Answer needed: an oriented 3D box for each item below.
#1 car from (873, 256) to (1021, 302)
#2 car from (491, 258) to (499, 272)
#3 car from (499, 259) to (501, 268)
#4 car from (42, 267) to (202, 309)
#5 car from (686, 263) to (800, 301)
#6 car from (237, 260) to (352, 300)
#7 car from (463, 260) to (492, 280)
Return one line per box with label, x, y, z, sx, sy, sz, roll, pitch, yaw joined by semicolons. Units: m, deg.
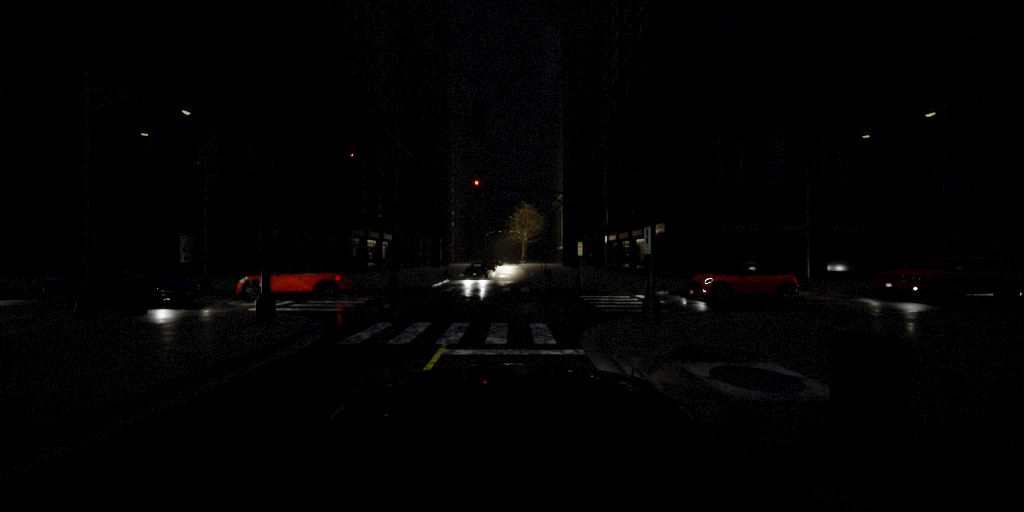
car;20.690;1.038;17.034;5.566;2.045;2.150;0;0;1
car;-3.066;1.239;46.523;1.882;1.535;5.008;0;0;0
car;-2.960;1.057;63.699;2.097;1.767;4.553;0;0;0
car;-14.903;1.177;13.863;5.008;1.535;1.882;0;0;2
car;10.789;1.138;17.048;4.553;1.767;2.097;0;0;0
car;-10.215;1.070;17.050;4.553;1.767;2.097;0;0;-10
car;-3.079;1.315;31.584;1.994;1.385;4.181;0;0;0
